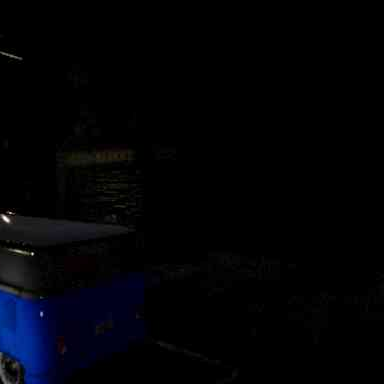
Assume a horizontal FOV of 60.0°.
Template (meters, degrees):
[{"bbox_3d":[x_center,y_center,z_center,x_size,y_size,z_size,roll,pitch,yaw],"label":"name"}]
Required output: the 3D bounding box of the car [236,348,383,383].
[{"bbox_3d":[2.127,1.563,1.581,4.206,1.307,1.802,1,1,35],"label":"car"}]

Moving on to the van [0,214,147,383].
[{"bbox_3d":[-2.510,1.269,4.823,3.998,1.788,1.690,1,1,35],"label":"van"}]
